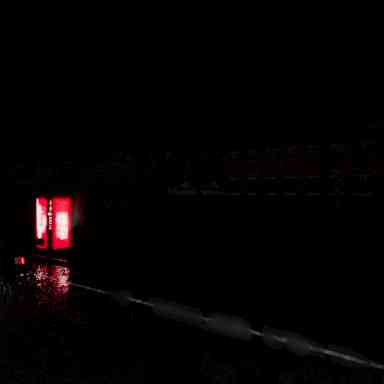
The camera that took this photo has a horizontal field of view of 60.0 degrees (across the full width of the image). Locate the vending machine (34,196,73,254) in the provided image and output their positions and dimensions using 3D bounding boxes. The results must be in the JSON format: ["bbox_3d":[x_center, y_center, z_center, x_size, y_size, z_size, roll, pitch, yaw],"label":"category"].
[{"bbox_3d":[-5.269,1.195,12.683,0.880,2.100,1.100,0,0,36],"label":"vending machine"}]

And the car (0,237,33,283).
[{"bbox_3d":[-6.116,1.601,8.403,4.718,1.301,1.895,0,0,36],"label":"car"}]
